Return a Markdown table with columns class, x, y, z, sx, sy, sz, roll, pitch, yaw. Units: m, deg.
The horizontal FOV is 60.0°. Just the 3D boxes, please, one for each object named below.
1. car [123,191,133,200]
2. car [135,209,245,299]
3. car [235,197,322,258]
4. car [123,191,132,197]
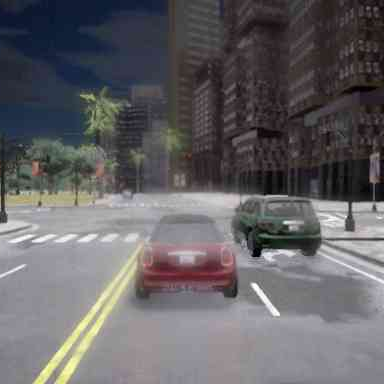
| class | x | y | z | sx | sy | sz | roll | pitch | yaw |
| --- | --- | --- | --- | --- | --- | --- | --- | --- | --- |
| car | -13.097 | 0.833 | 68.448 | 1.812 | 1.442 | 4.674 | 0 | 1 | -10 |
| car | -0.150 | 1.330 | 8.590 | 2.097 | 1.767 | 4.553 | 0 | 0 | -1 |
| car | 2.978 | 1.187 | 12.785 | 2.150 | 2.045 | 5.566 | 0 | 0 | -3 |
| car | -16.417 | 0.471 | 84.449 | 1.882 | 1.535 | 5.008 | 0 | 1 | -13 |
